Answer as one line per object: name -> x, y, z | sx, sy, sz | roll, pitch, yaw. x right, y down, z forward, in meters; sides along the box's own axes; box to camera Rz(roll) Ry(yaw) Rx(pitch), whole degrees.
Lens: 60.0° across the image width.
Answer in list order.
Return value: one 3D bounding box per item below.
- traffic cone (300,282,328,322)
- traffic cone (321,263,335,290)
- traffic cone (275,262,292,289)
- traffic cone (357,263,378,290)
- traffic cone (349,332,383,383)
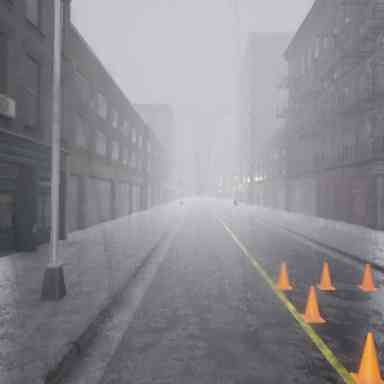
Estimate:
traffic cone -> 2.161, 1.981, 5.979 | 0.340, 0.580, 0.340 | 1, 0, 1
traffic cone -> 3.198, 1.994, 7.961 | 0.340, 0.580, 0.340 | 1, 0, 1
traffic cone -> 2.198, 1.983, 7.979 | 0.340, 0.580, 0.340 | 1, 0, 1
traffic cone -> 4.197, 2.005, 7.942 | 0.340, 0.580, 0.340 | 1, 0, 1
traffic cone -> 2.124, 1.980, 3.980 | 0.340, 0.580, 0.340 | 1, 0, 1
